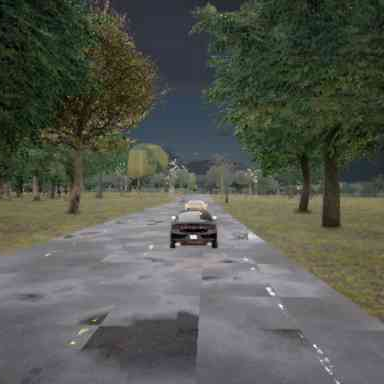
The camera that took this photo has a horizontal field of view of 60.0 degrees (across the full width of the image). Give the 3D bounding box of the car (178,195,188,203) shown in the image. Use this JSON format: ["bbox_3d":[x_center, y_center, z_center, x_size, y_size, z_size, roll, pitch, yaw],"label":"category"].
[{"bbox_3d":[-1.699,1.437,70.143,2.097,1.767,4.553,0,0,2],"label":"car"}]

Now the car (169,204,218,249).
[{"bbox_3d":[0.090,1.492,14.620,1.882,1.535,5.008,0,0,1],"label":"car"}]

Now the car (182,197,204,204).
[{"bbox_3d":[0.358,1.509,29.601,1.882,1.535,5.008,0,0,1],"label":"car"}]
